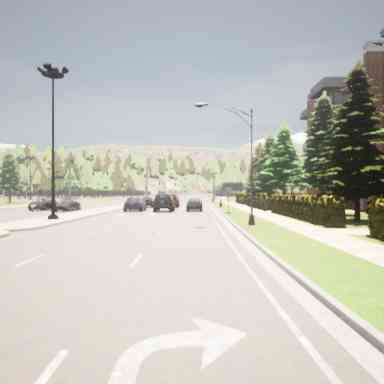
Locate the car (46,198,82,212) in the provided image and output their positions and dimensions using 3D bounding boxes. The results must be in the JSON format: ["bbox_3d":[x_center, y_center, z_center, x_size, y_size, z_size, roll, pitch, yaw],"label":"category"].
[{"bbox_3d":[-14.741,1.568,39.266,2.033,1.411,5.357,0,0,1],"label":"car"}]

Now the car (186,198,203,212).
[{"bbox_3d":[0.307,1.512,39.543,2.128,1.511,4.902,0,0,1],"label":"car"}]

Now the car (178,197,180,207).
[{"bbox_3d":[-3.042,1.247,49.379,2.150,2.045,5.566,0,0,1],"label":"car"}]

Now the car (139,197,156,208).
[{"bbox_3d":[-6.542,1.530,49.403,1.837,1.490,4.892,0,0,1],"label":"car"}]

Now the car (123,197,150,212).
[{"bbox_3d":[-6.695,1.372,39.476,2.097,1.767,4.553,0,0,1],"label":"car"}]

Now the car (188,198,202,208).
[{"bbox_3d":[0.462,1.589,49.608,1.994,1.385,4.181,0,0,1],"label":"car"}]

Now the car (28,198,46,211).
[{"bbox_3d":[-18.205,1.513,40.681,2.128,1.511,4.902,0,0,1],"label":"car"}]

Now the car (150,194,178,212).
[{"bbox_3d":[-3.206,1.241,38.736,2.150,2.045,5.566,0,0,1],"label":"car"}]
